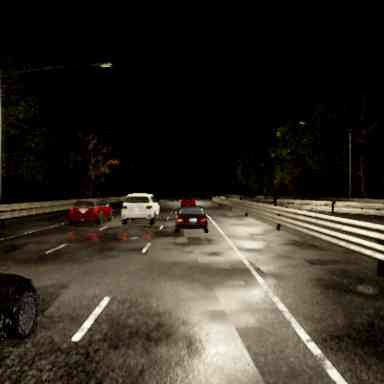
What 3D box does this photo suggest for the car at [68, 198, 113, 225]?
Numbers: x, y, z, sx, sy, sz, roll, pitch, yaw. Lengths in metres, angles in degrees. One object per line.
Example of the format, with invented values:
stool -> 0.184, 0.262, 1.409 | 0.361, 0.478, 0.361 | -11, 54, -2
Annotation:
car -> -7.102, 1.298, 23.759 | 2.097, 1.767, 4.553 | 0, 0, -1

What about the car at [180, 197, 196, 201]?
car -> -0.470, 1.393, 40.827 | 1.882, 1.535, 5.008 | 0, 0, -2

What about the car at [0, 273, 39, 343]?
car -> -3.414, 1.516, 3.535 | 1.812, 1.442, 4.674 | 0, 0, 0

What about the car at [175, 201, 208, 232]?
car -> -0.038, 1.500, 19.583 | 2.033, 1.411, 5.357 | 0, 0, -1

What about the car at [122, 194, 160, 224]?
car -> -3.604, 1.166, 24.052 | 2.150, 2.045, 5.566 | 0, 0, -1
